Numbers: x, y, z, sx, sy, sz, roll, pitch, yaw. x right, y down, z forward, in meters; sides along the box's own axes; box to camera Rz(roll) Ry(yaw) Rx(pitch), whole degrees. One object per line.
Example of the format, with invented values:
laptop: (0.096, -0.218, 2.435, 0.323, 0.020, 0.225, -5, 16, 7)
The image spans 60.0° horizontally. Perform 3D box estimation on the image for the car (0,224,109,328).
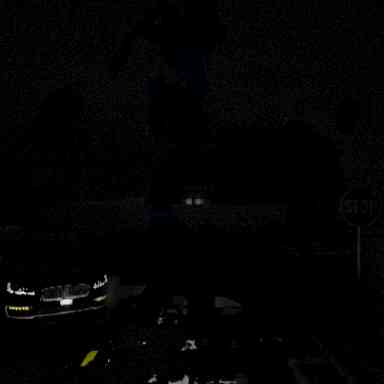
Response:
car: (-3.366, 1.513, 7.234, 1.837, 1.490, 4.892, 4, -3, -35)
